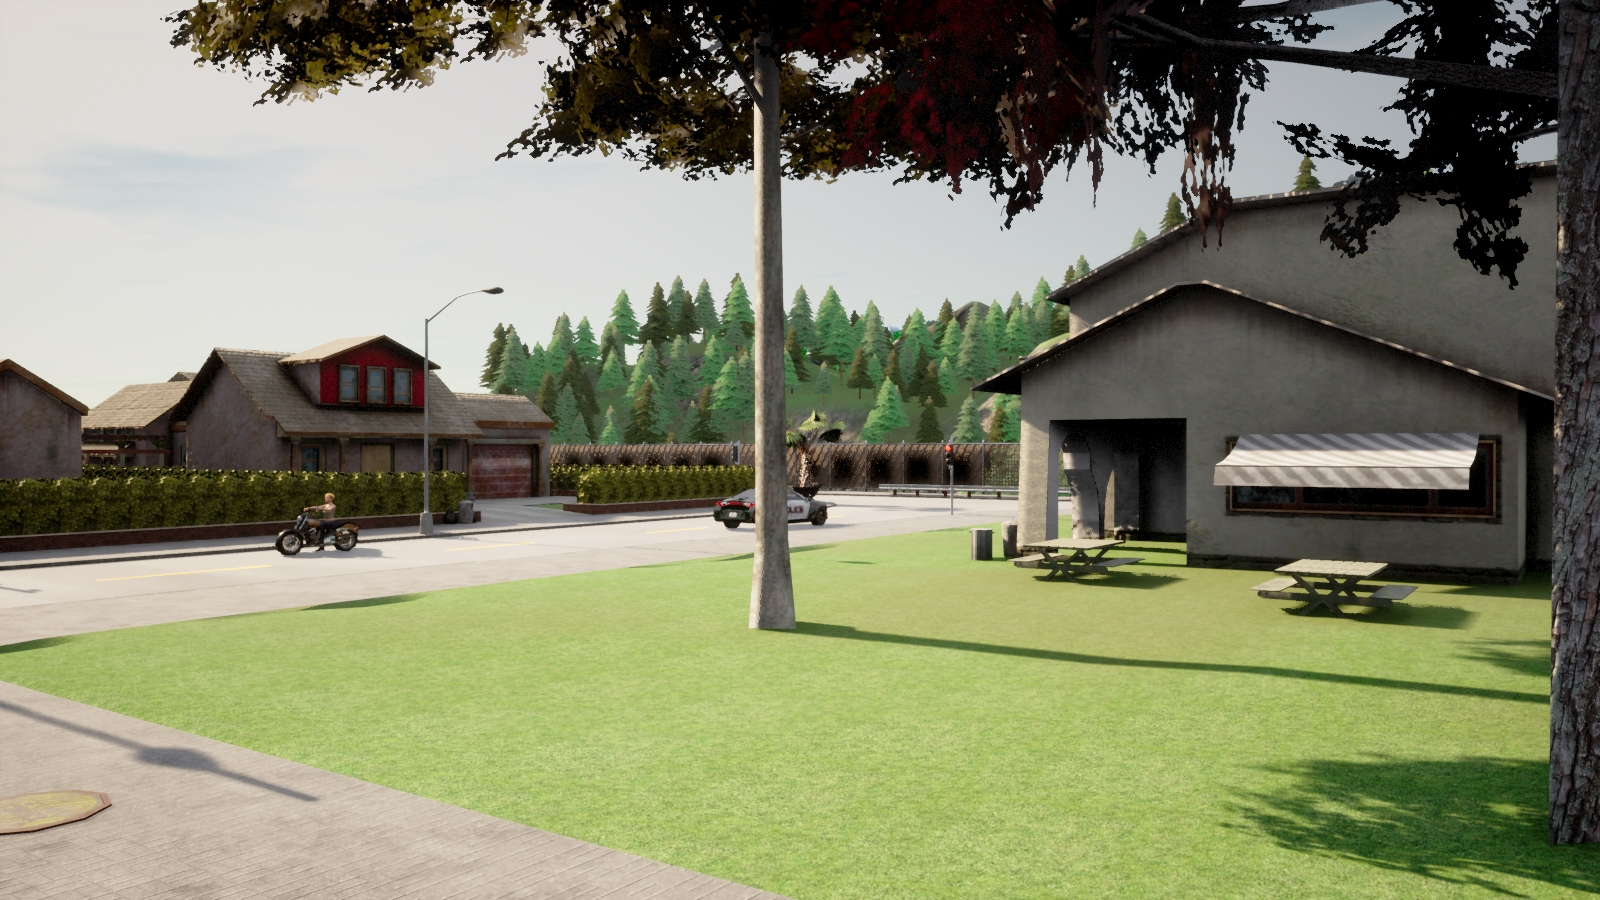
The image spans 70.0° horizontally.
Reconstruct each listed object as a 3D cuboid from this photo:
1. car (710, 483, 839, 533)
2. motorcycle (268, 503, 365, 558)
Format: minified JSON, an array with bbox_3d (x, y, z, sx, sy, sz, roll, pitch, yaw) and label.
[{"bbox_3d":[-0.850,2.038,41.431,2.038,1.542,4.974,0,0,37],"label":"car"},{"bbox_3d":[-13.052,2.155,30.913,0.764,1.307,2.356,0,0,35],"label":"motorcycle"}]
